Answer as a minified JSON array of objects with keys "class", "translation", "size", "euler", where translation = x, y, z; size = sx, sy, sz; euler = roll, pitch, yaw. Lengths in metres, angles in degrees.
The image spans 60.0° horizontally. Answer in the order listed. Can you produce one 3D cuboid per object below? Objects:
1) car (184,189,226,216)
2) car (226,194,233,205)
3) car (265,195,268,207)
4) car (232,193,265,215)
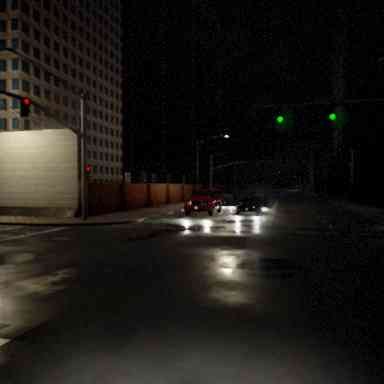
[{"class":"car","translation":[1.060,0.772,27.420],"size":[2.150,2.045,5.566],"euler":[0,1,16]},{"class":"car","translation":[4.153,0.918,38.716],"size":[1.994,1.385,4.181],"euler":[0,1,15]},{"class":"car","translation":[7.730,0.851,38.524],"size":[2.128,1.511,4.902],"euler":[0,1,15]},{"class":"car","translation":[4.890,1.043,28.156],"size":[1.837,1.490,4.892],"euler":[0,1,15]}]
